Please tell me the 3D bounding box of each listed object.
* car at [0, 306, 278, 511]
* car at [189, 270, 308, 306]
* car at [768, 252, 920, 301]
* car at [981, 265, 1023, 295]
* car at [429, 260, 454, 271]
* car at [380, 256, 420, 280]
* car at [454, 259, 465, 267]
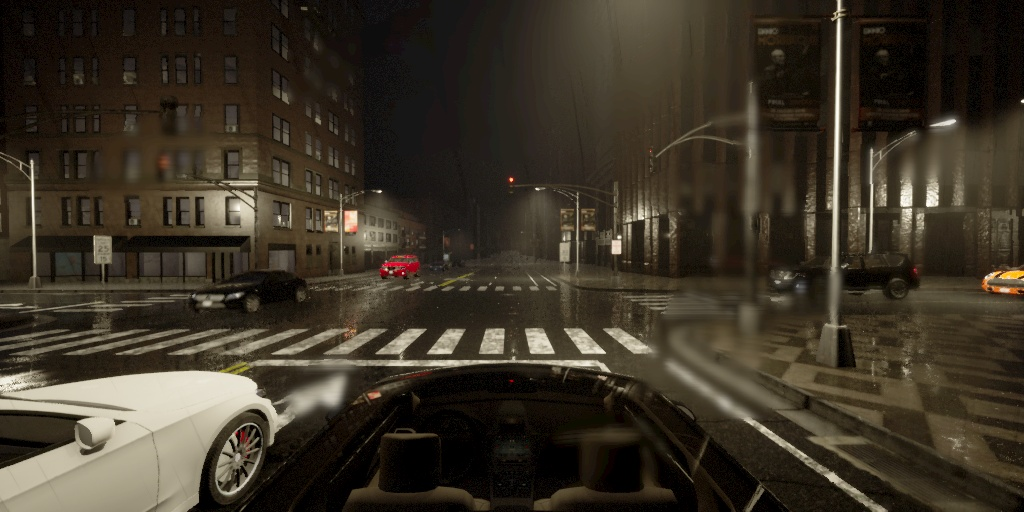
[{"bbox_3d":[-3.159,1.276,1.416,1.812,1.442,4.674,0,0,2],"label":"car"},{"bbox_3d":[-9.809,1.274,13.880,1.812,1.442,4.674,0,0,0],"label":"car"},{"bbox_3d":[14.873,0.867,16.234,5.566,2.045,2.150,0,1,1],"label":"car"},{"bbox_3d":[24.542,0.960,16.241,4.553,1.767,2.097,0,1,0],"label":"car"},{"bbox_3d":[-9.681,1.302,48.220,2.033,1.411,5.357,0,0,0],"label":"car"},{"bbox_3d":[-9.744,0.975,31.679,2.150,2.045,5.566,0,0,0],"label":"car"},{"bbox_3d":[-9.531,1.318,64.101,2.033,1.411,5.357,0,0,0],"label":"car"}]
